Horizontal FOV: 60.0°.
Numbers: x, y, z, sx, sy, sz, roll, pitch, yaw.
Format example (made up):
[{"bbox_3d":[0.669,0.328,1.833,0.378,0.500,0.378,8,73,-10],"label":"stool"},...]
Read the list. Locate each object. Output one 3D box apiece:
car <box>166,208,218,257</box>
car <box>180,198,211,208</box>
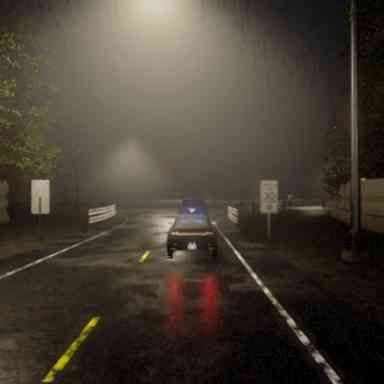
[{"bbox_3d":[0.023,1.638,13.507,2.128,1.511,4.902,0,0,0],"label":"car"},{"bbox_3d":[0.292,1.517,27.440,2.150,2.045,5.566,0,0,6],"label":"car"}]
